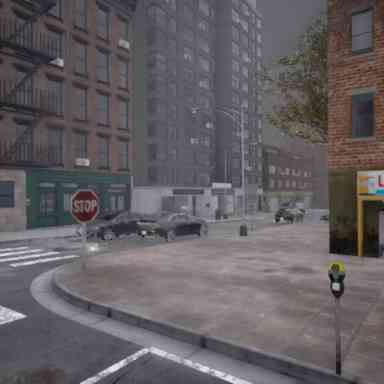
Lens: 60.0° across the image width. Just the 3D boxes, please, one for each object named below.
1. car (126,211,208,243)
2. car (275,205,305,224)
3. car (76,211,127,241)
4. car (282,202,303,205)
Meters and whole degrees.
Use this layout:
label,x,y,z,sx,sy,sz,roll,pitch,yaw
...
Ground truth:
label,x,y,z,sx,sy,sz,roll,pitch,yaw
car,-0.949,1.844,18.413,2.128,1.511,4.902,-1,-2,36
car,9.943,2.337,33.560,1.837,1.490,4.892,-1,-2,36
car,-4.207,1.846,18.932,1.837,1.490,4.892,-1,-2,36
car,12.510,2.289,42.127,2.150,2.045,5.566,-1,-2,36
